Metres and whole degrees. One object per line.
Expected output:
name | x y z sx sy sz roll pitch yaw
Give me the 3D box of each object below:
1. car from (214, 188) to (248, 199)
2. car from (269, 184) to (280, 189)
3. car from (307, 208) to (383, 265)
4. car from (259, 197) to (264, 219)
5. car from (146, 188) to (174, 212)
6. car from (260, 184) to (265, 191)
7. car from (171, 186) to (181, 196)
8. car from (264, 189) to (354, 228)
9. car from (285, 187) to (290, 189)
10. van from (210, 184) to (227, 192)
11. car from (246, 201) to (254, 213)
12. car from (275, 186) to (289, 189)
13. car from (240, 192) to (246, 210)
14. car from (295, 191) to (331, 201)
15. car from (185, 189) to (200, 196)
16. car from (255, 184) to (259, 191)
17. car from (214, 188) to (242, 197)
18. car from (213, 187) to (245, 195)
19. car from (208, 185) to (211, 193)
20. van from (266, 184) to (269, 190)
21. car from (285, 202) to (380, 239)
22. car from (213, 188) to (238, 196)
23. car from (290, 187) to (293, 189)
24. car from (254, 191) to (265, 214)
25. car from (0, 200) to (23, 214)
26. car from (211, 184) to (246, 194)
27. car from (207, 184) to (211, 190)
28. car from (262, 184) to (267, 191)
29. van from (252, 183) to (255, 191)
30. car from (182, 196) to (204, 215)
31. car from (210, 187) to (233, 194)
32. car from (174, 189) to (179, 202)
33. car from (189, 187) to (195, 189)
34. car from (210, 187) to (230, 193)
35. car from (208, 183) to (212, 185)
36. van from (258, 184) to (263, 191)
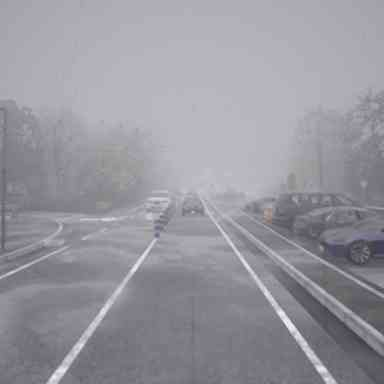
car | 6.733 0.497 57.389 4.792 1.488 2.163 0 2 0
car | 19.978 -0.366 71.112 5.566 2.045 2.435 0 2 0
car | 6.622 1.442 10.867 4.792 1.488 2.163 0 1 0
car | 6.718 1.205 19.226 5.008 1.535 2.097 0 2 0
car | -3.371 0.893 34.449 2.150 2.045 5.566 0 1 0
car | 20.064 -0.528 82.188 4.792 1.488 2.163 0 2 0
car | -3.290 -0.238 66.449 2.150 2.045 5.566 0 2 0
car | 6.728 1.033 16.426 5.566 2.045 2.435 0 2 0
car | 19.834 0.377 60.054 4.792 1.488 2.163 0 2 0
van | 7.137 -1.065 90.656 4.442 1.987 1.878 0 2 0
car | 6.800 1.052 24.789 4.792 1.488 2.163 0 2 0
car | 19.721 0.113 65.590 5.366 1.575 1.946 0 2 0
car | 6.766 0.956 27.572 4.792 1.488 2.163 0 2 0
car | 19.817 0.574 54.641 5.008 1.535 2.097 0 2 0
car | 0.068 0.707 48.188 2.128 1.511 4.902 0 2 0
car | 20.083 -0.749 87.722 5.008 1.535 2.097 0 2 0
car | 7.013 0.117 65.707 5.366 1.575 1.946 0 2 0
car | 6.790 0.351 60.161 5.008 1.535 2.097 0 2 0
car | 6.685 -0.115 71.257 5.366 1.575 1.946 0 2 0
van | 20.110 -0.575 76.771 4.442 1.987 1.878 0 2 0
car | 6.669 1.354 13.645 4.892 1.521 2.231 0 1 0
car | 6.855 0.005 68.482 4.892 1.521 2.231 0 2 0
car | 19.874 0.333 57.404 4.553 1.767 2.185 0 2 0
car | 6.778 0.992 21.999 4.553 1.767 2.185 0 2 0
car | -19.203 1.490 33.571 4.718 1.301 1.895 0 -2 30
car | 6.834 -0.015 62.924 5.566 2.045 2.435 0 2 0
car | 6.729 -0.349 76.925 5.366 1.575 1.946 0 2 0
car | 20.044 -0.429 79.551 4.792 1.488 2.163 0 2 0
van | 20.004 -1.158 93.252 4.442 1.987 1.878 0 2 0
car | 0.080 1.349 29.795 1.895 1.301 4.718 0 1 0
car | 7.120 -0.454 79.573 5.366 1.575 1.946 0 2 0
car | -3.363 0.657 50.456 1.812 1.442 4.674 0 2 0
car | -0.013 -0.379 78.040 1.837 1.490 4.892 0 2 0
car | 6.950 -0.554 82.340 4.892 1.521 2.231 0 2 0
car | 7.009 -0.779 85.113 4.553 1.767 2.185 0 2 0
van | 19.948 -0.880 84.931 4.442 1.987 1.878 0 2 0
